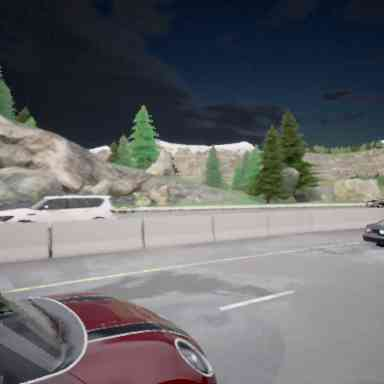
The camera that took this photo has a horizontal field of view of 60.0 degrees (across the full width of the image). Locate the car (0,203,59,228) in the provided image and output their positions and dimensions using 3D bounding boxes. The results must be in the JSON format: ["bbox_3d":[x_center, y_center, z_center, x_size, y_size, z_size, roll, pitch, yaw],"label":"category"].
[{"bbox_3d":[-11.098,1.492,21.651,4.181,1.385,1.994,0,0,-34],"label":"car"}]

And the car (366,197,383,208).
[{"bbox_3d":[25.118,1.408,43.525,4.902,1.511,2.128,0,0,-19],"label":"car"}]

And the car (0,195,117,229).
[{"bbox_3d":[-6.500,1.169,16.370,5.566,2.045,2.150,0,0,-33],"label":"car"}]

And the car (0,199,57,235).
[{"bbox_3d":[-10.013,1.291,18.164,4.553,1.767,2.097,0,0,-34],"label":"car"}]

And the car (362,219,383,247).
[{"bbox_3d":[9.243,1.522,13.460,5.357,1.411,2.033,0,0,-29],"label":"car"}]

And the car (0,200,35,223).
[{"bbox_3d":[-14.113,1.410,23.838,4.902,1.511,2.128,0,0,-34],"label":"car"}]

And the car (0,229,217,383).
[{"bbox_3d":[-1.968,1.343,2.237,4.553,1.767,2.097,0,0,-36],"label":"car"}]
